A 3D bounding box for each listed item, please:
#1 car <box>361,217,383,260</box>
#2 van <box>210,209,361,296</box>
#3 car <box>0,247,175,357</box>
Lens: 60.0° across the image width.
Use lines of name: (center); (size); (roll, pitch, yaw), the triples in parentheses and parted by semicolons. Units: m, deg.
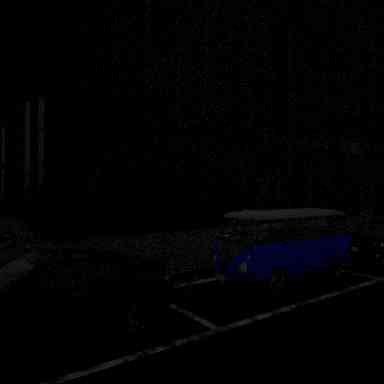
car: (6.908, 1.545, 11.683); (4.507, 1.381, 1.887); (0, 1, -35)
van: (2.329, 1.342, 8.415); (3.998, 1.788, 1.690); (0, 1, -35)
car: (-2.251, 1.582, 5.151); (4.206, 1.307, 1.802); (0, 1, -35)
